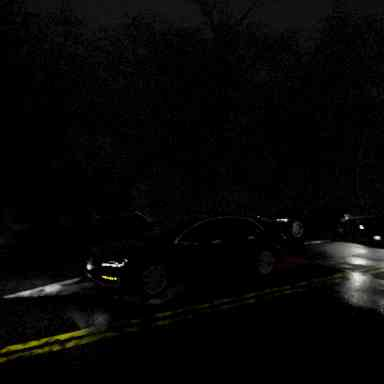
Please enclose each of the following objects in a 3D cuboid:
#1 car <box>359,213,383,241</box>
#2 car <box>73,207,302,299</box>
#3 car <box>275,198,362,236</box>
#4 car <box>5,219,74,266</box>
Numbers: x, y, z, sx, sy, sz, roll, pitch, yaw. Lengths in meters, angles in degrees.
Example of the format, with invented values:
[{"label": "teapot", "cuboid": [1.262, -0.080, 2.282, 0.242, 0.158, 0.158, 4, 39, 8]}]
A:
[{"label": "car", "cuboid": [8.951, 1.280, 13.455, 5.357, 1.411, 2.033, 0, 3, -33]}, {"label": "car", "cuboid": [0.079, 1.198, 7.677, 4.892, 1.490, 1.837, 0, 3, -33]}, {"label": "car", "cuboid": [4.960, 1.054, 14.728, 4.902, 1.511, 2.128, 0, 3, -33]}, {"label": "car", "cuboid": [-2.754, 1.130, 9.712, 4.718, 1.301, 1.895, 0, 3, -33]}]
